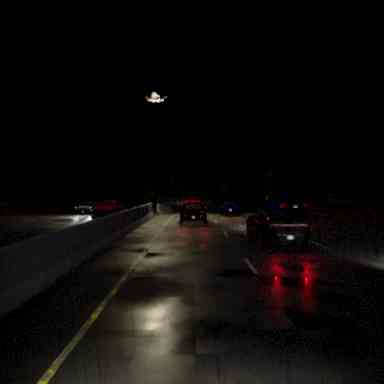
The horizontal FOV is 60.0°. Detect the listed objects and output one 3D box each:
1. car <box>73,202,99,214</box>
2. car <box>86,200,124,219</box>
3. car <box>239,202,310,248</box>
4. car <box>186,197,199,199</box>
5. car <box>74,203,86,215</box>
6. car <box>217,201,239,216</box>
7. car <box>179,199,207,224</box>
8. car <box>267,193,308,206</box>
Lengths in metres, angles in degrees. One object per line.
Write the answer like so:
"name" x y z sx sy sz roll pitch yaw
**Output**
"car" -14.079 2.204 44.488 1.837 1.490 4.892 0 -5 0
"car" -7.097 1.413 28.243 1.882 1.535 5.008 0 -1 0
"car" 3.600 1.428 14.572 2.128 1.511 4.902 0 0 0
"car" 0.098 1.743 42.073 2.150 2.045 5.566 0 -4 0
"car" -10.595 1.713 34.560 1.895 1.301 4.718 0 -2 0
"car" 3.600 1.598 33.498 1.812 1.442 4.674 0 -2 0
"car" 0.089 1.427 23.467 1.812 1.442 4.674 0 0 0
"car" 7.100 1.127 25.429 2.150 2.045 5.566 0 0 0
